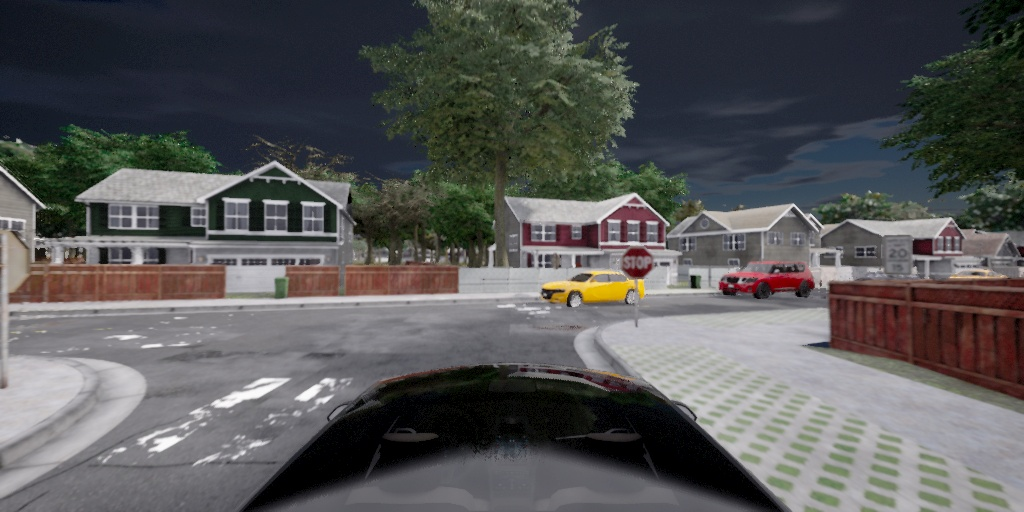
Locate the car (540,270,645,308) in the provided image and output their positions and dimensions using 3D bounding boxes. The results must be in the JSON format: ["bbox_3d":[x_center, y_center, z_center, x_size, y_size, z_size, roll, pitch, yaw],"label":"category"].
[{"bbox_3d":[3.653,1.399,16.151,5.008,1.535,1.882,1,-1,-25],"label":"car"}]

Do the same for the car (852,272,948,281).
[{"bbox_3d":[20.682,1.624,19.479,4.902,1.511,2.128,1,-1,-20],"label":"car"}]

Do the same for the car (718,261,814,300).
[{"bbox_3d":[14.432,1.294,20.329,5.566,2.045,2.150,0,0,-20],"label":"car"}]

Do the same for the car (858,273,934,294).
[{"bbox_3d":[26.406,1.837,24.664,4.718,1.301,1.895,1,-1,-20],"label":"car"}]

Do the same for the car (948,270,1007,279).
[{"bbox_3d":[36.794,1.846,28.405,5.008,1.535,1.882,1,-1,-20],"label":"car"}]
